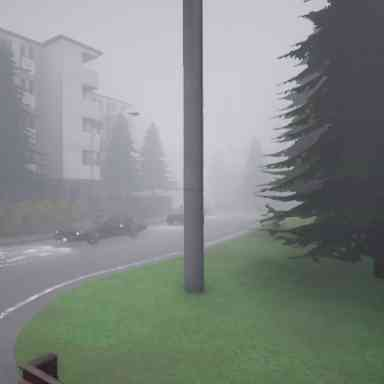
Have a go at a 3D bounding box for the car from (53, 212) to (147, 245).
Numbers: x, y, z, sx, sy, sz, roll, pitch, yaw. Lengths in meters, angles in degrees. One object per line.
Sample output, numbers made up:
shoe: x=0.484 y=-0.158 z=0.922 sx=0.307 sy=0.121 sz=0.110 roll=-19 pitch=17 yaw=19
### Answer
car: x=-4.580 y=1.812 z=17.658 sx=2.033 sy=1.411 sz=5.357 roll=0 pitch=0 yaw=29

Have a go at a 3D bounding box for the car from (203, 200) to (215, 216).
car: x=1.356 y=1.811 z=37.393 sx=1.837 sy=1.490 sz=4.892 roll=0 pitch=0 yaw=2

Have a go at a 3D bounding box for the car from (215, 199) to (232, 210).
car: x=4.197 y=1.835 z=47.817 sx=1.837 sy=1.490 sz=4.892 roll=0 pitch=0 yaw=-13

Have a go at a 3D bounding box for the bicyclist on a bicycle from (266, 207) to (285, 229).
bicyclist on a bicycle: x=4.704 y=1.547 z=19.961 sx=1.656 sy=1.620 sz=0.582 roll=-4 pitch=0 yaw=23

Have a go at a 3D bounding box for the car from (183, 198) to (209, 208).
car: x=0.575 y=1.875 z=57.309 sx=2.128 sy=1.511 sz=4.902 roll=0 pitch=0 yaw=-33

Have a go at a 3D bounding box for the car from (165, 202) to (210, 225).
car: x=-0.403 y=1.825 z=27.125 sx=2.033 sy=1.411 sz=5.357 roll=0 pitch=0 yaw=18
